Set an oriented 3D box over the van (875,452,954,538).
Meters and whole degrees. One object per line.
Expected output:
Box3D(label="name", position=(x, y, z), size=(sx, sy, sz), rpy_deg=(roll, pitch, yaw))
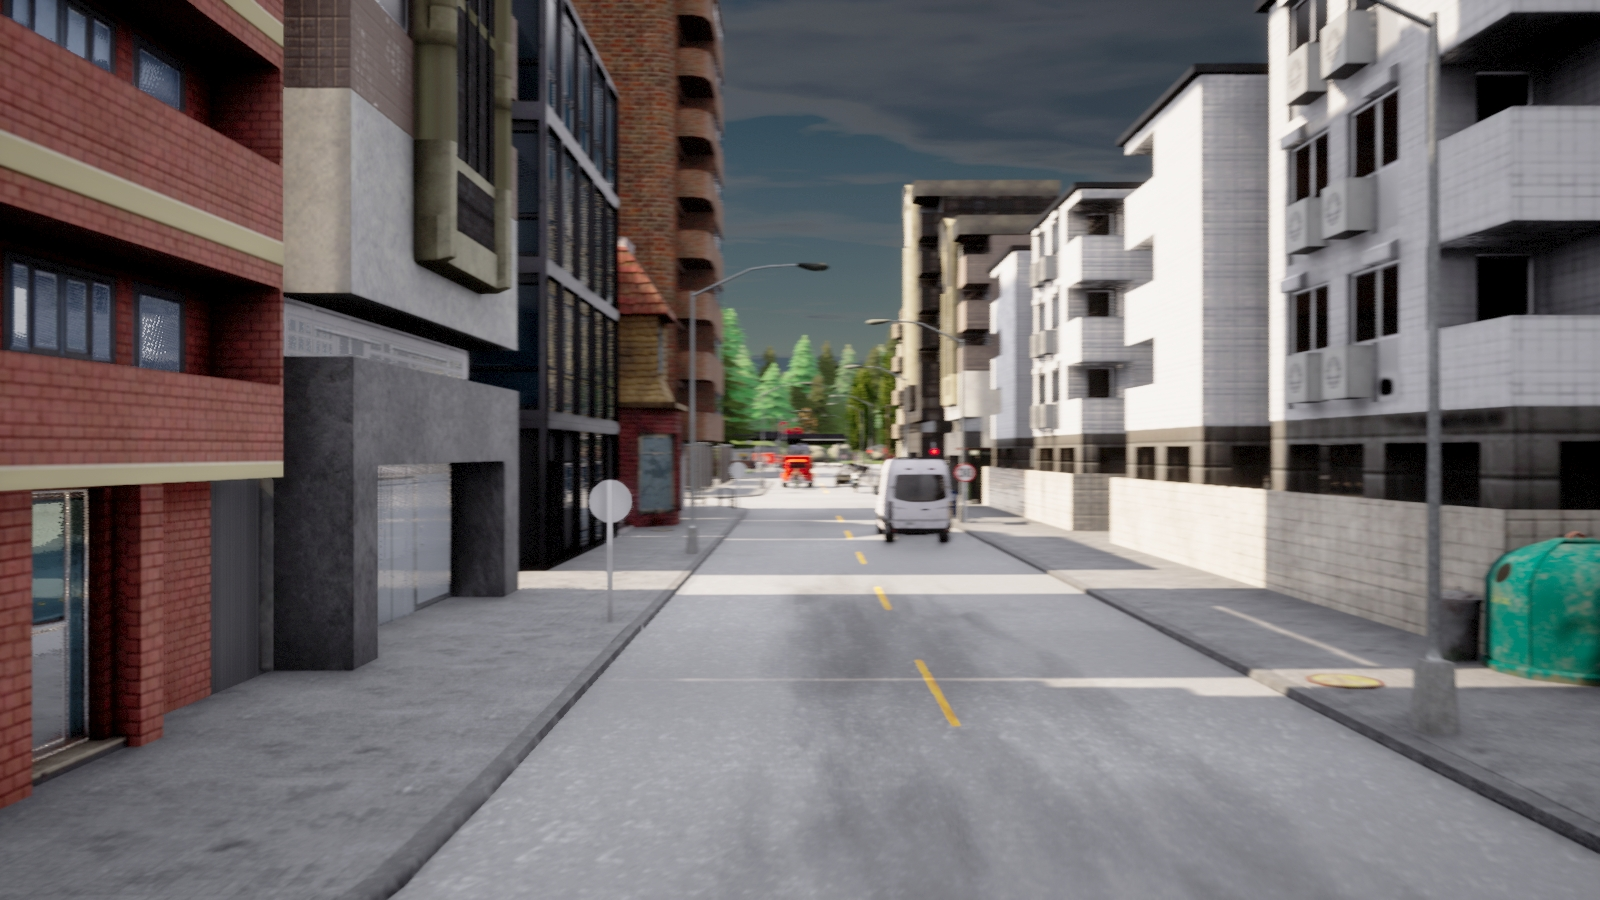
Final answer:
Box3D(label="van", position=(3.592, 1.352, 36.940), size=(1.988, 2.561, 5.915), rpy_deg=(0, 0, 0))
